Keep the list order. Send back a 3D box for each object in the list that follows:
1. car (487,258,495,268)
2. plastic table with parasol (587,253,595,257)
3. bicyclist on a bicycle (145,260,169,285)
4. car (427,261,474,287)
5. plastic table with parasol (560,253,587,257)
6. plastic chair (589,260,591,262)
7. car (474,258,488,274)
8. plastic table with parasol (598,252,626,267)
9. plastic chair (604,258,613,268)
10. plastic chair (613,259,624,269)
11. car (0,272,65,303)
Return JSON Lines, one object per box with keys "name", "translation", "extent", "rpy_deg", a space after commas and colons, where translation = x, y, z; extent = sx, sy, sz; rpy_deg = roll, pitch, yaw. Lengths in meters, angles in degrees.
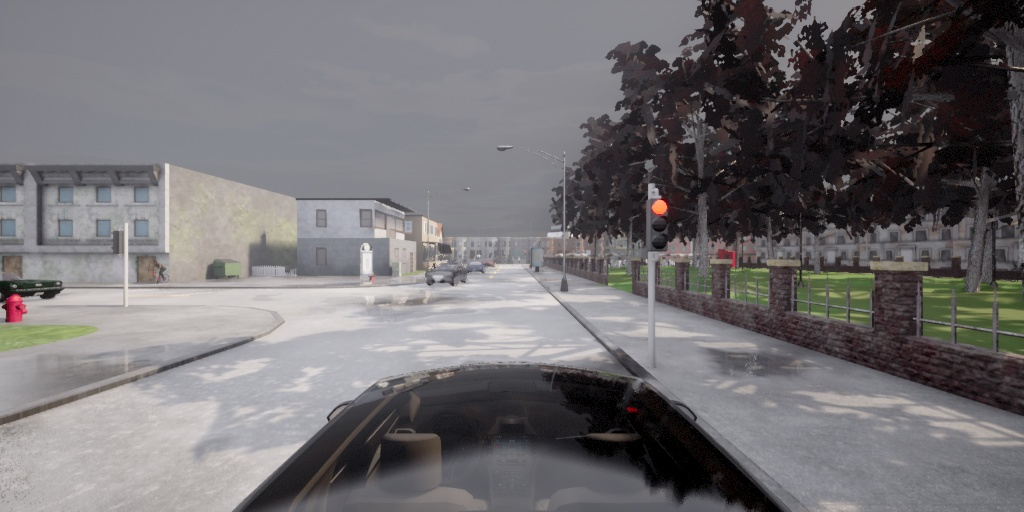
{"name": "car", "translation": [-4.081, 1.100, 61.001], "extent": [2.097, 1.767, 4.553], "rpy_deg": [0, 0, 0]}
{"name": "plastic table with parasol", "translation": [14.644, 0.672, 63.252], "extent": [2.482, 2.480, 2.482], "rpy_deg": [0, 0, -42]}
{"name": "bicyclist on a bicycle", "translation": [-23.871, 1.098, 24.156], "extent": [0.582, 1.620, 1.656], "rpy_deg": [0, 0, 0]}
{"name": "car", "translation": [-4.385, 1.242, 24.834], "extent": [2.128, 1.511, 4.902], "rpy_deg": [0, 0, 6]}
{"name": "plastic table with parasol", "translation": [9.949, 0.684, 57.775], "extent": [2.482, 2.480, 2.482], "rpy_deg": [0, 0, -40]}
{"name": "plastic chair", "translation": [13.692, 1.304, 62.364], "extent": [0.730, 1.272, 0.750], "rpy_deg": [0, 0, -35]}
{"name": "car", "translation": [-4.096, 1.275, 41.093], "extent": [1.812, 1.442, 4.674], "rpy_deg": [0, 0, 0]}
{"name": "plastic table with parasol", "translation": [15.269, 0.694, 55.039], "extent": [2.482, 2.480, 2.482], "rpy_deg": [0, 0, -40]}
{"name": "plastic chair", "translation": [14.296, 1.306, 54.136], "extent": [0.730, 1.272, 0.750], "rpy_deg": [0, 0, -35]}
{"name": "plastic chair", "translation": [16.003, 1.296, 54.041], "extent": [0.750, 1.272, 0.730], "rpy_deg": [0, 0, -40]}
{"name": "car", "translation": [-22.993, 1.351, 15.758], "extent": [4.718, 1.301, 1.895], "rpy_deg": [0, 0, 0]}
